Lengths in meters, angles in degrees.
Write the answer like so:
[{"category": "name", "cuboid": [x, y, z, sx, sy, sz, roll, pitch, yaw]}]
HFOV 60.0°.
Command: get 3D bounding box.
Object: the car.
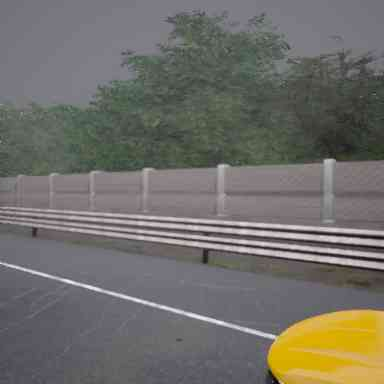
[{"category": "car", "cuboid": [2.902, 1.485, 1.933, 5.008, 1.535, 1.882, 0, 0, 35]}]
